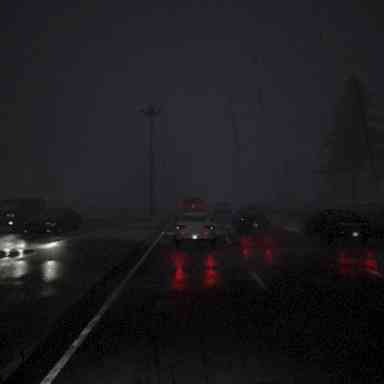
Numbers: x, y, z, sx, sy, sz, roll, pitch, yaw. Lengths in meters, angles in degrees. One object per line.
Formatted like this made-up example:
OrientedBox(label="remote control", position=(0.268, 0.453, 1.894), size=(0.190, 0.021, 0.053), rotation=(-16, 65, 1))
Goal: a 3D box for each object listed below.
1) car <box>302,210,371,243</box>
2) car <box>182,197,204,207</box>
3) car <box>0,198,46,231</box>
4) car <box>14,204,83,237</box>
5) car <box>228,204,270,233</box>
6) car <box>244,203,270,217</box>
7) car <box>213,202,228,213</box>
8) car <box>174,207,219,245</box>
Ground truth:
OrientedBox(label="car", position=(7.123, 1.644, 16.900), size=(2.128, 1.511, 4.902), rotation=(0, -1, 0))
OrientedBox(label="car", position=(0.133, 1.541, 36.105), size=(2.150, 2.045, 5.566), rotation=(0, -1, 0))
OrientedBox(label="car", position=(-11.483, 1.419, 21.978), size=(2.150, 2.045, 5.566), rotation=(0, -1, 0))
OrientedBox(label="car", position=(-8.014, 1.649, 19.538), size=(1.882, 1.535, 5.008), rotation=(0, -1, 1))
OrientedBox(label="car", position=(3.630, 1.715, 21.207), size=(1.812, 1.442, 4.674), rotation=(0, 0, 0))
OrientedBox(label="car", position=(7.129, 1.928, 36.769), size=(1.895, 1.301, 4.718), rotation=(0, -1, 0))
OrientedBox(label="car", position=(3.604, 1.904, 40.131), size=(2.033, 1.411, 5.357), rotation=(0, -1, -1))
OrientedBox(label="car", position=(0.122, 1.670, 16.254), size=(1.812, 1.442, 4.674), rotation=(0, -1, 0))
